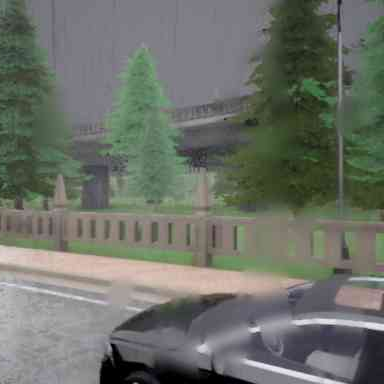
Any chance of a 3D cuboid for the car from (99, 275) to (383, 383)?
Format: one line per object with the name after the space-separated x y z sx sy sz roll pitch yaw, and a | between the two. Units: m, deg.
1.312 1.485 2.655 4.902 1.511 2.128 -1 0 35 | car
